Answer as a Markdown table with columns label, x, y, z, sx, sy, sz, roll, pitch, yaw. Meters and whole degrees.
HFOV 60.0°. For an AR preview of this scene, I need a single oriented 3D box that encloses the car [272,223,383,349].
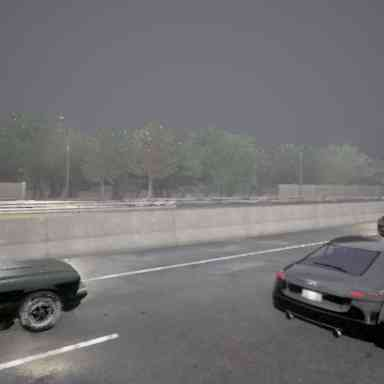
| label | x | y | z | sx | sy | sz | roll | pitch | yaw |
| --- | --- | --- | --- | --- | --- | --- | --- | --- | --- |
| car | 3.447 | 1.527 | 6.203 | 4.181 | 1.385 | 1.994 | 0 | 0 | -35 |

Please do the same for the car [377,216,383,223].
| label | x | y | z | sx | sy | sz | roll | pitch | yaw |
| --- | --- | --- | --- | --- | --- | --- | --- | --- | --- |
| car | 10.547 | 1.413 | 15.564 | 4.892 | 1.490 | 1.837 | 0 | 0 | -35 |

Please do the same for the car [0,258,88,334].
| label | x | y | z | sx | sy | sz | roll | pitch | yaw |
| --- | --- | --- | --- | --- | --- | --- | --- | --- | --- |
| car | -4.150 | 1.604 | 5.086 | 4.718 | 1.301 | 1.895 | 0 | 0 | -35 |
